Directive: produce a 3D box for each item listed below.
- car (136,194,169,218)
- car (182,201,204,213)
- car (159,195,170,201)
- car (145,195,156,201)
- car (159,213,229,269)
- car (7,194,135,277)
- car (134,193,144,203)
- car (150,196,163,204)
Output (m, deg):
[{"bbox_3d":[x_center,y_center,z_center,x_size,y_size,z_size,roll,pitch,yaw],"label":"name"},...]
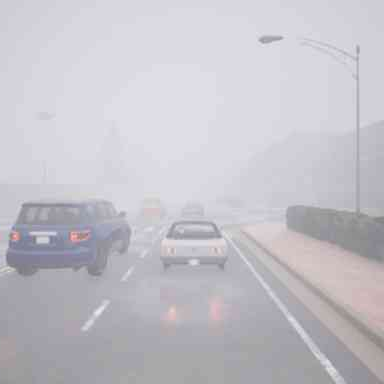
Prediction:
[{"bbox_3d":[-3.394,1.316,30.155,2.097,1.767,4.553,0,0,0],"label":"car"},{"bbox_3d":[0.112,1.527,31.021,1.994,1.385,4.181,0,0,0],"label":"car"},{"bbox_3d":[-6.469,1.501,78.361,1.895,1.301,4.718,0,0,2],"label":"car"},{"bbox_3d":[-9.936,1.500,79.132,1.895,1.301,4.718,0,0,2],"label":"car"},{"bbox_3d":[0.068,1.588,11.106,1.895,1.301,4.718,0,0,0],"label":"car"},{"bbox_3d":[-3.436,1.209,10.386,2.150,2.045,5.566,0,0,0],"label":"car"},{"bbox_3d":[-10.210,1.145,63.259,2.150,2.045,5.566,0,0,1],"label":"car"},{"bbox_3d":[-6.720,1.451,62.931,1.812,1.442,4.674,0,0,1],"label":"car"}]
